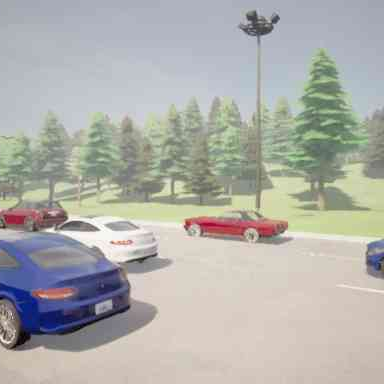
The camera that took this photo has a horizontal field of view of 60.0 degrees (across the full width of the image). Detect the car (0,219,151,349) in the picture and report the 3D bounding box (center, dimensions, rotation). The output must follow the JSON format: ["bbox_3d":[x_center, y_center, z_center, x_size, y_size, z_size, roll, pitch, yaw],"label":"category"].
[{"bbox_3d":[-3.154,1.475,6.148,4.674,1.442,1.812,1,1,35],"label":"car"}]

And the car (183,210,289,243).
[{"bbox_3d":[1.890,1.499,15.476,4.718,1.301,1.895,0,0,35],"label":"car"}]

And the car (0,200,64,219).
[{"bbox_3d":[-9.044,1.203,18.797,4.553,1.767,2.097,1,1,35],"label":"car"}]

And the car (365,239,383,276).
[{"bbox_3d":[6.692,1.487,7.817,4.674,1.442,1.812,0,0,35],"label":"car"}]

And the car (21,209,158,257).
[{"bbox_3d":[-3.153,1.447,10.416,4.674,1.442,1.812,0,0,35],"label":"car"}]
